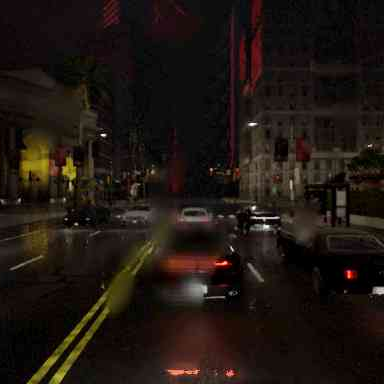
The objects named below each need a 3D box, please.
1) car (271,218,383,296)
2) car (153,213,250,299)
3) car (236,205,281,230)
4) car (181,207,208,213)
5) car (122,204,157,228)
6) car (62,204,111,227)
[{"bbox_3d":[3.616,1.598,8.589,1.895,1.301,4.718,0,0,0],"label":"car"},{"bbox_3d":[0.122,1.502,8.398,1.837,1.490,4.892,0,0,0],"label":"car"},{"bbox_3d":[3.627,1.486,18.664,2.128,1.511,4.902,0,0,0],"label":"car"},{"bbox_3d":[0.122,1.520,17.498,1.812,1.442,4.674,0,0,0],"label":"car"},{"bbox_3d":[-3.469,1.524,22.541,1.812,1.442,4.674,0,0,0],"label":"car"},{"bbox_3d":[-6.968,1.544,22.702,2.033,1.411,5.357,0,0,0],"label":"car"}]
